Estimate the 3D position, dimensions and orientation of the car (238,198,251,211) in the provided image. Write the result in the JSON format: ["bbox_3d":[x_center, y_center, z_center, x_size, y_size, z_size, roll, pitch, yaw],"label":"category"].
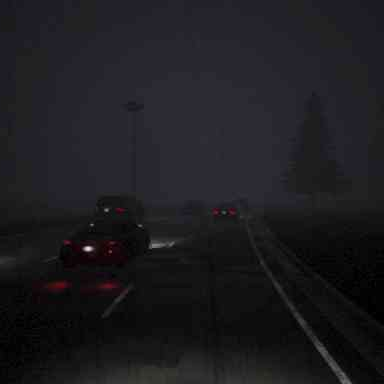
[{"bbox_3d":[6.203,1.538,41.469,1.837,1.490,4.892,0,0,13],"label":"car"}]

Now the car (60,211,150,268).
[{"bbox_3d":[-2.723,1.567,11.309,1.994,1.385,4.181,0,0,5],"label":"car"}]

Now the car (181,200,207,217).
[{"bbox_3d":[0.310,1.496,31.648,1.882,1.535,5.008,0,0,12],"label":"car"}]

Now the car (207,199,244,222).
[{"bbox_3d":[2.852,1.567,26.828,2.033,1.411,5.357,0,0,12],"label":"car"}]

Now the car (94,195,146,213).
[{"bbox_3d":[-4.871,1.228,23.182,2.150,2.045,5.566,0,0,8],"label":"car"}]
